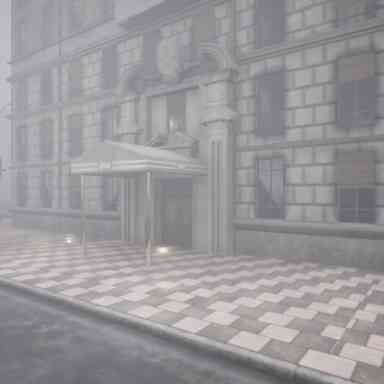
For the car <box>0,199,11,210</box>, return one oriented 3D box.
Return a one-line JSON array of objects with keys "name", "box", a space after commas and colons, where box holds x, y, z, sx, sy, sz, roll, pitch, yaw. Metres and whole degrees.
[{"name": "car", "box": [-24.157, 1.525, 40.180, 1.812, 1.442, 4.674, 0, 0, 36]}]
